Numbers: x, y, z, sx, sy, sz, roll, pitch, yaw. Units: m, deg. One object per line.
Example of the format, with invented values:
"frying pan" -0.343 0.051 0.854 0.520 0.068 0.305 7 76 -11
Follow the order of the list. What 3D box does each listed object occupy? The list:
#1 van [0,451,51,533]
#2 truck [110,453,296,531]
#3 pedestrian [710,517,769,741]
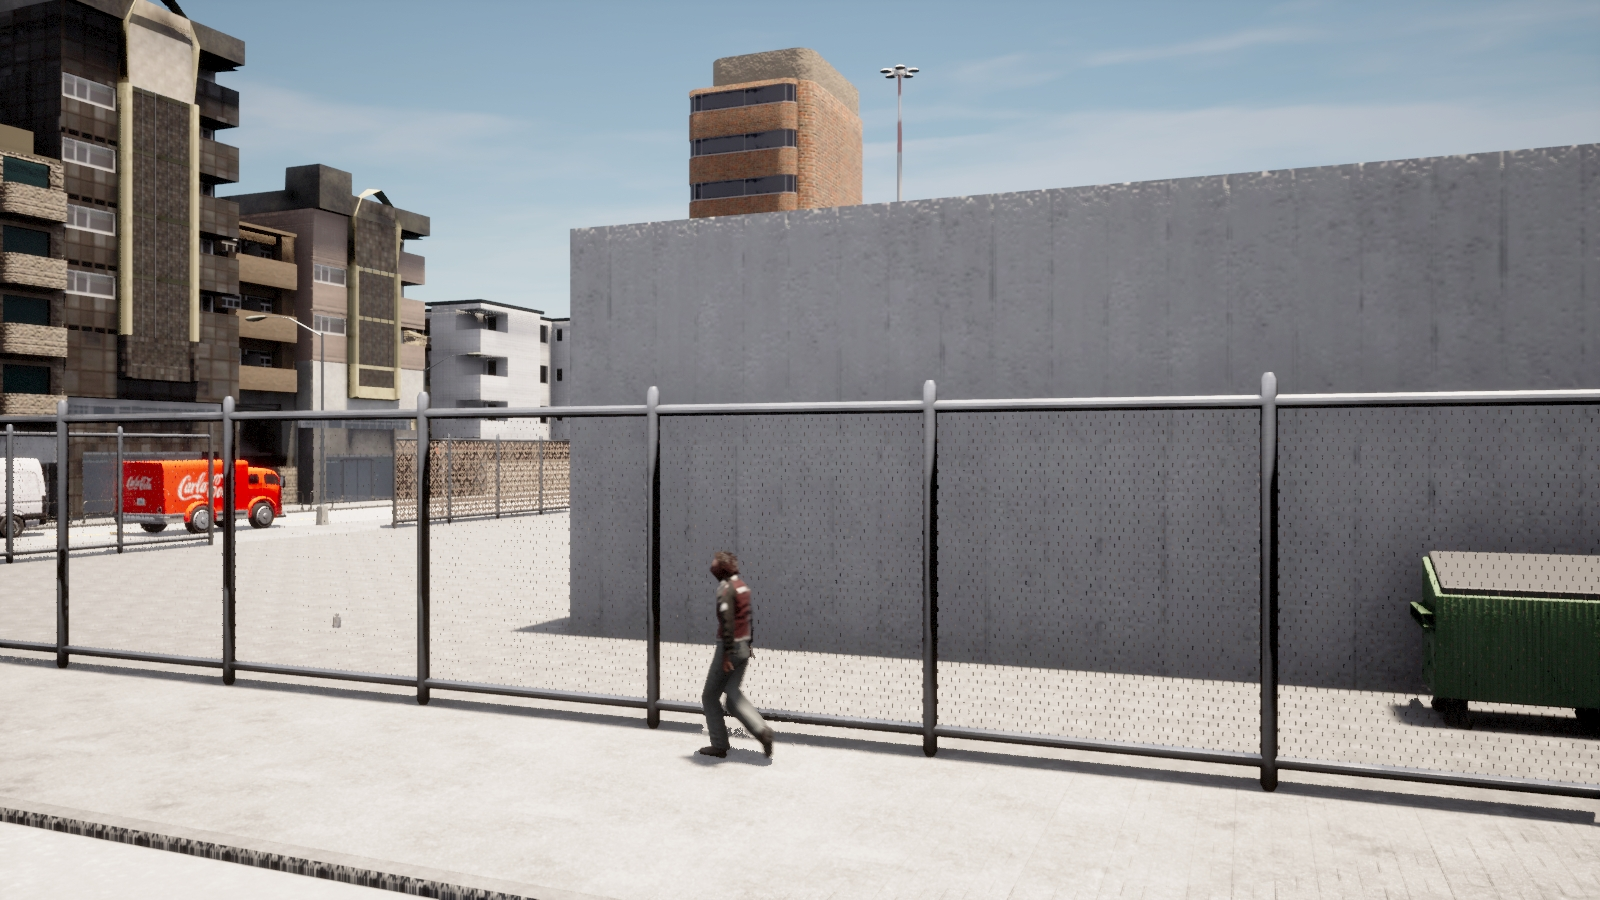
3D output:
"van" -26.517 1.314 35.024 1.988 2.561 5.915 0 0 21
"truck" -20.490 1.349 39.516 2.627 2.467 5.204 0 0 23
"pedestrian" -0.522 1.524 9.875 0.375 1.860 0.375 0 0 25
